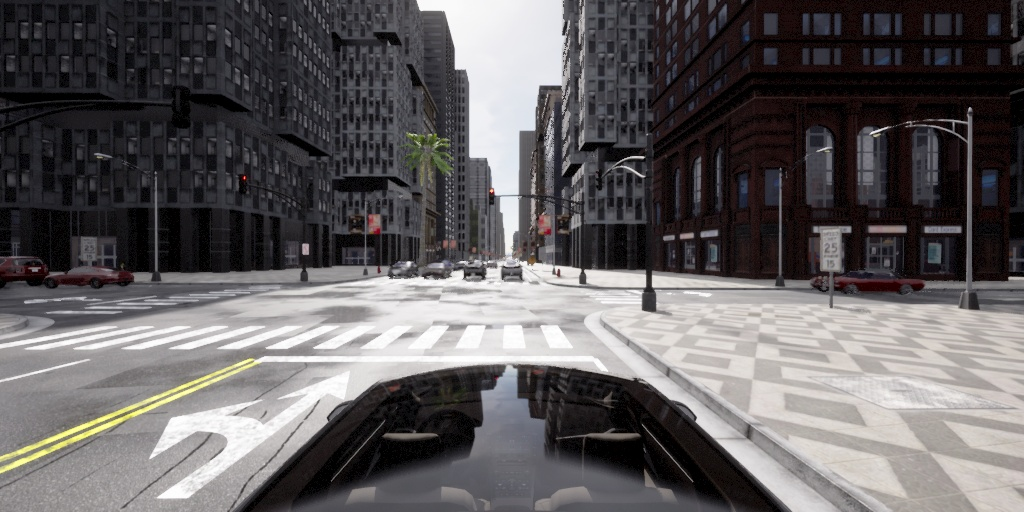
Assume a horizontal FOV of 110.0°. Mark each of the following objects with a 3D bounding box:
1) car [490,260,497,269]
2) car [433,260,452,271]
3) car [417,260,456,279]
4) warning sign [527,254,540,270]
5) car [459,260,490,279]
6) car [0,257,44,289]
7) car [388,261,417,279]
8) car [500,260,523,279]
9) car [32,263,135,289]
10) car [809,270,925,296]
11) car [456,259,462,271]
[{"bbox_3d":[-3.500,1.477,62.329,2.033,1.411,5.357,0,0,0],"label":"car"},{"bbox_3d":[-10.048,1.333,52.223,1.882,1.535,5.008,0,0,0],"label":"car"},{"bbox_3d":[-6.727,1.316,32.614,2.033,1.411,5.357,0,0,0],"label":"car"},{"bbox_3d":[2.661,0.940,47.605,1.300,1.860,1.060,0,0,0],"label":"warning sign"},{"bbox_3d":[-3.276,1.272,32.415,1.837,1.490,4.892,0,0,0],"label":"car"},{"bbox_3d":[-30.786,0.945,21.293,5.009,1.841,2.192,0,0,-1],"label":"car"},{"bbox_3d":[-9.980,1.261,33.280,2.128,1.511,4.902,0,0,0],"label":"car"},{"bbox_3d":[-0.025,1.258,32.227,2.128,1.511,4.902,0,0,0],"label":"car"},{"bbox_3d":[-25.148,1.232,21.404,4.207,1.307,1.802,0,0,-1],"label":"car"},{"bbox_3d":[19.194,1.448,19.556,4.718,1.301,1.895,0,0,0],"label":"car"},{"bbox_3d":[-6.787,1.400,49.065,1.994,1.385,4.181,0,0,0],"label":"car"}]
